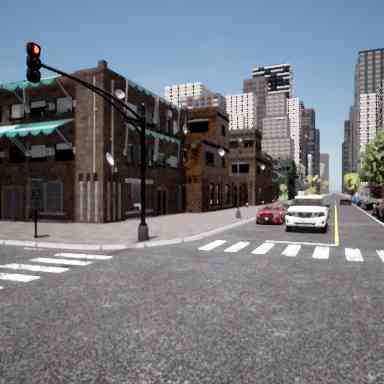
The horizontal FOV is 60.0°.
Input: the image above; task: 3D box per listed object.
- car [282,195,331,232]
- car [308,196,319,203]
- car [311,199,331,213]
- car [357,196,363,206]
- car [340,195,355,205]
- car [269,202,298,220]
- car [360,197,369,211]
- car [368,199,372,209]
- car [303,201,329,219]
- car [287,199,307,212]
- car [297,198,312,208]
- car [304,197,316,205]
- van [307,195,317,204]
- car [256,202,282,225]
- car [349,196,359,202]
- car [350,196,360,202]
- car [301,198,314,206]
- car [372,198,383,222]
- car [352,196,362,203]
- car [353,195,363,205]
[{"bbox_3d":[7.189,1.227,20.541,2.150,2.045,5.566,0,0,23],"label":"car"},{"bbox_3d":[25.609,1.619,69.951,2.008,1.369,4.403,0,0,23],"label":"car"},{"bbox_3d":[15.323,1.568,39.232,2.033,1.411,5.357,0,0,23],"label":"car"},{"bbox_3d":[24.574,1.584,46.337,2.008,1.369,4.403,0,0,23],"label":"car"},{"bbox_3d":[27.193,1.543,58.973,2.128,1.511,4.902,0,0,23],"label":"car"},{"bbox_3d":[8.142,1.576,29.345,1.947,1.339,4.313,0,0,23],"label":"car"},{"bbox_3d":[22.391,1.592,41.261,1.947,1.339,4.313,0,0,23],"label":"car"},{"bbox_3d":[18.024,1.582,31.110,1.947,1.339,4.313,0,0,23],"label":"car"},{"bbox_3d":[11.178,1.576,29.767,1.994,1.385,4.181,0,0,24],"label":"car"},{"bbox_3d":[12.442,1.545,39.340,1.752,1.417,4.829,0,0,23],"label":"car"},{"bbox_3d":[16.876,1.614,49.648,1.802,1.307,4.206,0,0,23],"label":"car"},{"bbox_3d":[21.175,1.573,59.642,1.752,1.417,4.829,0,0,23],"label":"car"},{"bbox_3d":[23.426,1.399,64.874,1.690,1.788,3.998,0,0,23],"label":"van"},{"bbox_3d":[5.879,1.551,24.308,1.887,1.381,4.507,0,0,23],"label":"car"},{"bbox_3d":[39.858,1.669,81.866,1.947,1.339,4.313,0,0,23],"label":"car"},{"bbox_3d":[37.674,1.673,76.789,1.802,1.307,4.206,0,0,23],"label":"car"},{"bbox_3d":[19.059,1.621,54.723,1.802,1.307,4.206,0,0,23],"label":"car"},{"bbox_3d":[15.841,1.326,26.034,2.192,1.841,5.009,0,0,23],"label":"car"},{"bbox_3d":[35.558,1.606,71.870,1.752,1.417,4.829,0,0,23],"label":"car"},{"bbox_3d":[28.940,1.631,56.487,1.802,1.307,4.206,0,0,23],"label":"car"}]
